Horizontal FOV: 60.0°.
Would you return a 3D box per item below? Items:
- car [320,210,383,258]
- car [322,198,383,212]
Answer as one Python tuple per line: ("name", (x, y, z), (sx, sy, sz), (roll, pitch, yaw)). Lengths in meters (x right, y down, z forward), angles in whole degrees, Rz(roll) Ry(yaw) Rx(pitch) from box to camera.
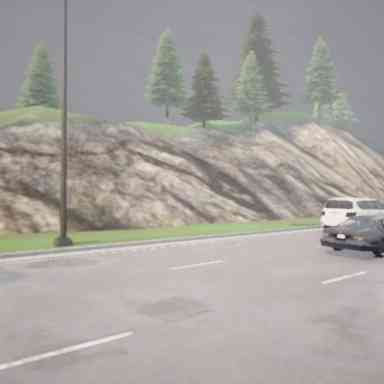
("car", (7.345, 1.636, 13.291), (5.357, 1.411, 2.033), (0, 0, -36))
("car", (9.812, 1.347, 19.352), (5.566, 2.045, 2.150), (0, 0, -36))
